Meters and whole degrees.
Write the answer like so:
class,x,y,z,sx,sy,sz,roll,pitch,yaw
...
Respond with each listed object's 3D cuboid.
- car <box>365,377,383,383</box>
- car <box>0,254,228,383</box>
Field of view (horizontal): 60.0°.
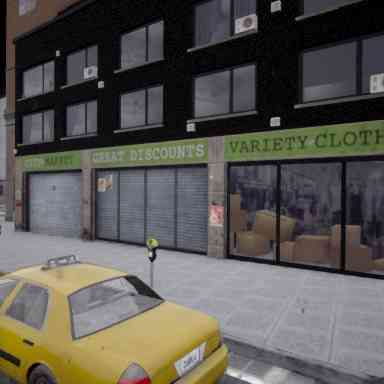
class,x,y,z,sx,sy,sz,roll,pitch,yaw
car,2.793,1.551,1.097,4.403,1.369,2.008,0,1,36
car,-1.892,1.524,4.441,4.829,1.417,1.752,0,1,36
